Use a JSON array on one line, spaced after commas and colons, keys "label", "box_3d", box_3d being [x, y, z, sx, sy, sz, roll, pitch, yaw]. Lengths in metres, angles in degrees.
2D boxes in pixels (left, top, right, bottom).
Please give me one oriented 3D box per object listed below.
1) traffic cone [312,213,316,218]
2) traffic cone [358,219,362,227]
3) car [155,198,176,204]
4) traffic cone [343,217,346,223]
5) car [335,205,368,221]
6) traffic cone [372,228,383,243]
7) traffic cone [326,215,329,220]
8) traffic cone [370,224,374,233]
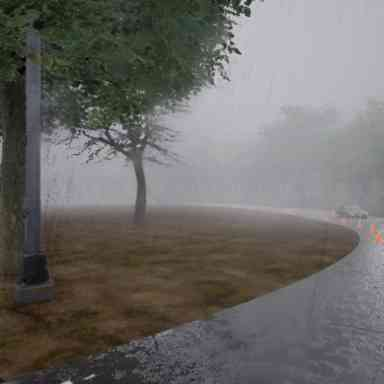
[{"label": "traffic cone", "box_3d": [14.290, 2.707, 39.035, 0.340, 0.580, 0.340, -2, -1, 5]}, {"label": "traffic cone", "box_3d": [12.412, 2.317, 24.633, 0.340, 0.580, 0.340, -2, -2, 15]}, {"label": "car", "box_3d": [-6.762, 2.215, 84.963, 5.357, 1.411, 2.033, -1, 2, 24]}, {"label": "traffic cone", "box_3d": [13.350, 2.457, 29.220, 0.340, 0.580, 0.340, -2, -2, 8]}, {"label": "car", "box_3d": [16.057, 2.066, 33.703, 1.837, 1.490, 4.892, -2, -2, 5]}, {"label": "traffic cone", "box_3d": [8.956, 2.119, 15.946, 0.340, 0.580, 0.340, -2, -2, 28]}, {"label": "traffic cone", "box_3d": [13.840, 2.600, 34.055, 0.340, 0.580, 0.340, -2, -2, 5]}, {"label": "traffic cone", "box_3d": [10.942, 2.205, 20.188, 0.340, 0.580, 0.340, -2, -2, 22]}]
